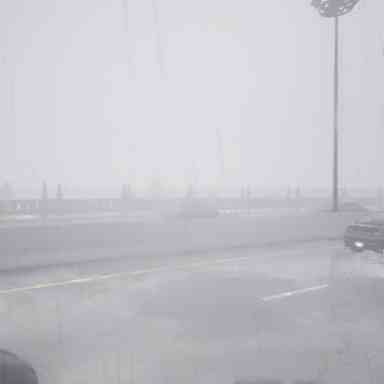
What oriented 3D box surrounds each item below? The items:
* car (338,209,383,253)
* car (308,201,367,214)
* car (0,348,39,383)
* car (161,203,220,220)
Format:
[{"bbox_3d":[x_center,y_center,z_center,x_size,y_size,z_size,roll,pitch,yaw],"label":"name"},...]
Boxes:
[{"bbox_3d":[7.677,1.489,12.080,4.892,1.490,1.837,0,0,-27],"label":"car"},{"bbox_3d":[11.141,1.458,25.348,4.892,1.490,1.837,0,0,-21],"label":"car"},{"bbox_3d":[-3.147,1.509,1.376,4.674,1.442,1.812,0,0,-37],"label":"car"},{"bbox_3d":[-0.079,1.483,24.002,4.181,1.385,1.994,0,0,-27],"label":"car"}]
